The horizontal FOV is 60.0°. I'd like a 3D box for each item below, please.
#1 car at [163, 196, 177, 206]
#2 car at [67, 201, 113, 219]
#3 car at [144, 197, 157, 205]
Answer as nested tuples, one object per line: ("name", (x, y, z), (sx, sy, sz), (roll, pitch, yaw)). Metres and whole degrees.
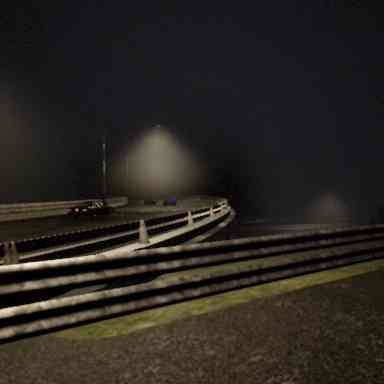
("car", (-3.385, 1.402, 51.886), (1.882, 1.535, 5.008), (0, 0, -1))
("car", (-8.756, 1.519, 29.125), (2.033, 1.411, 5.357), (0, 0, 11))
("car", (-7.191, 1.486, 57.871), (1.994, 1.385, 4.181), (0, 0, -4))
